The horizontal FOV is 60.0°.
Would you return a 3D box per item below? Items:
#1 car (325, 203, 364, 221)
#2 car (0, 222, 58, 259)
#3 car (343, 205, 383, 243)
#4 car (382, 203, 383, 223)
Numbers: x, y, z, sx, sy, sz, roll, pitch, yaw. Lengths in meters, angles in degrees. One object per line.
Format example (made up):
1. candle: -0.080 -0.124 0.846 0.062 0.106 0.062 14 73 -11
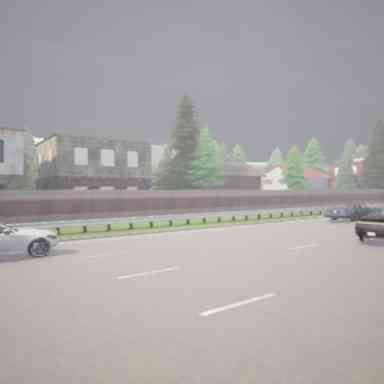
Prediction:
1. car: 12.581 1.534 26.056 5.357 1.411 2.033 0 0 -36
2. car: -7.159 1.655 11.515 4.674 1.442 1.812 -1 0 -36
3. car: 9.185 1.464 14.860 4.902 1.511 2.128 0 0 -36
4. car: 16.253 1.488 24.413 5.357 1.411 2.033 0 0 -36
